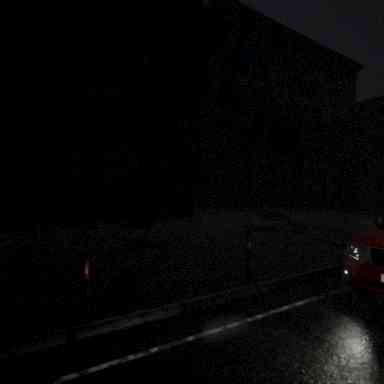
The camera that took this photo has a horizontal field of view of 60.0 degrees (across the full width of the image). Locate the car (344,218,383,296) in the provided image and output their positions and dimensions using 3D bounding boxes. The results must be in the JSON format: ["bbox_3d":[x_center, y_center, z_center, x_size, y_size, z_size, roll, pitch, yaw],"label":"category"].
[{"bbox_3d":[5.735,1.173,7.455,5.566,2.045,2.150,0,0,-35],"label":"car"}]
